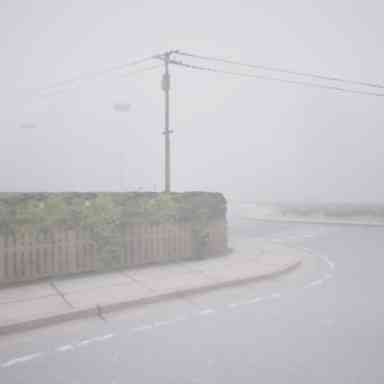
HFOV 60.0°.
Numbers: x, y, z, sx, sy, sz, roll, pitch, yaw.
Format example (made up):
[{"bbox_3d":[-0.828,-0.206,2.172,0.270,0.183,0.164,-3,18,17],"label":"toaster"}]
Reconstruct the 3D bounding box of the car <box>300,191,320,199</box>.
[{"bbox_3d":[19.456,1.049,54.335,2.242,1.667,4.611,0,1,33],"label":"car"}]
